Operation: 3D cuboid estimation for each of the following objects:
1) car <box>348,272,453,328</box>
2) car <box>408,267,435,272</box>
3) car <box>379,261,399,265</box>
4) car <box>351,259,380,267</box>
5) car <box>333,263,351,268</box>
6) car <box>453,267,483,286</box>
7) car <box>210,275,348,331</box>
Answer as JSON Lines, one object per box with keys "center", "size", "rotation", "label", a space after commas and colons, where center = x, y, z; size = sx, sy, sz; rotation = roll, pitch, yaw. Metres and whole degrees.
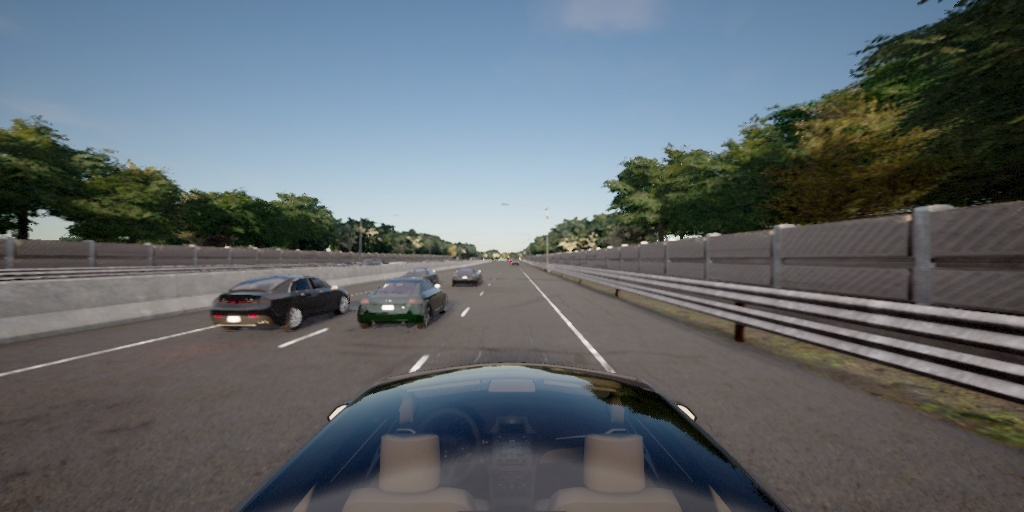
{"center": [-3.400, 1.402, 11.838], "size": [1.994, 1.385, 4.181], "rotation": [0, 0, 0], "label": "car"}
{"center": [-6.898, 1.536, 27.370], "size": [1.994, 1.385, 4.181], "rotation": [0, 0, 0], "label": "car"}
{"center": [-17.544, 1.719, 53.132], "size": [1.812, 1.442, 4.674], "rotation": [0, 0, 1], "label": "car"}
{"center": [-21.041, 1.412, 52.943], "size": [2.150, 2.045, 5.566], "rotation": [0, 0, 1], "label": "car"}
{"center": [-24.541, 1.750, 52.329], "size": [1.994, 1.385, 4.181], "rotation": [0, 0, 0], "label": "car"}
{"center": [-3.399, 1.539, 27.718], "size": [1.994, 1.385, 4.181], "rotation": [0, 0, 0], "label": "car"}
{"center": [-6.900, 1.338, 11.321], "size": [1.837, 1.490, 4.892], "rotation": [0, 0, 0], "label": "car"}
